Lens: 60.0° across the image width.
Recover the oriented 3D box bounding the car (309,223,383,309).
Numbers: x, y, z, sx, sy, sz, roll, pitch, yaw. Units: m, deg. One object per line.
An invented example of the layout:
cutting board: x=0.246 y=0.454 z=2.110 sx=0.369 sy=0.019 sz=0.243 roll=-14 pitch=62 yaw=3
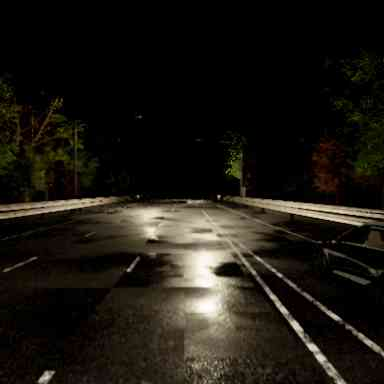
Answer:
car: x=4.265 y=1.426 z=7.093 sx=2.033 sy=1.649 sz=4.856 roll=0 pitch=0 yaw=-4
